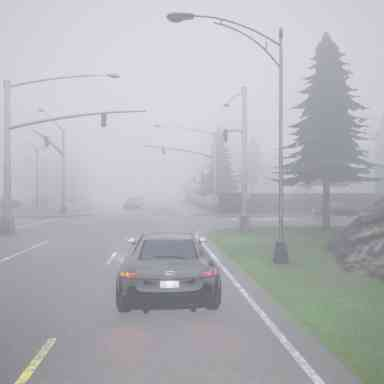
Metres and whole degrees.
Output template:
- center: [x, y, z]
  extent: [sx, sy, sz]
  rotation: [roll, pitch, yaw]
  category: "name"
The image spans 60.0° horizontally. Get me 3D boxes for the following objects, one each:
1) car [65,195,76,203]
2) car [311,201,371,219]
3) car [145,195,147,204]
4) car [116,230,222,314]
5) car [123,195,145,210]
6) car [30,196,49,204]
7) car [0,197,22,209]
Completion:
- center: [-23.631, 1.374, 64.362]
  extent: [1.845, 1.501, 3.633]
  rotation: [0, 0, -5]
  category: "car"
- center: [12.682, 1.491, 28.391]
  extent: [4.902, 1.511, 2.128]
  rotation: [0, 0, -7]
  category: "car"
- center: [-8.601, 1.564, 52.974]
  extent: [1.994, 1.385, 4.181]
  rotation: [0, 0, -5]
  category: "car"
- center: [-0.567, 1.564, 7.743]
  extent: [1.994, 1.385, 4.181]
  rotation: [0, 0, -5]
  category: "car"
- center: [-7.660, 1.352, 43.125]
  extent: [2.097, 1.767, 4.553]
  rotation: [0, 0, -5]
  category: "car"
- center: [-25.960, 1.384, 56.712]
  extent: [1.970, 1.475, 3.806]
  rotation: [0, 0, -5]
  category: "car"
- center: [-21.376, 1.339, 38.426]
  extent: [2.007, 1.523, 4.514]
  rotation: [0, 0, -5]
  category: "car"
